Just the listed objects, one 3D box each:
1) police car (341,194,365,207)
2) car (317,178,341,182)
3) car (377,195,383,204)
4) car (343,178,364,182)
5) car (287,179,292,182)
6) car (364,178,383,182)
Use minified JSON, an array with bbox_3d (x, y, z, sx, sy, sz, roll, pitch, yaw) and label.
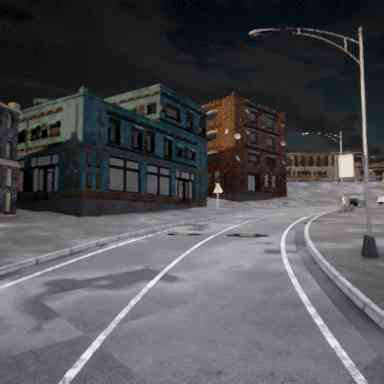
[{"bbox_3d":[20.941,1.066,42.371,5.238,1.638,1.930,-1,-3,-41],"label":"police car"},{"bbox_3d":[33.839,-2.722,83.100,4.892,1.521,2.231,0,-5,-1],"label":"car"},{"bbox_3d":[28.580,1.033,47.911,4.674,1.442,1.812,-1,-3,-31],"label":"car"},{"bbox_3d":[39.359,-2.746,83.159,4.892,1.521,2.231,0,-5,-1],"label":"car"},{"bbox_3d":[22.898,-2.775,83.007,4.553,1.767,2.185,0,-5,-1],"label":"car"},{"bbox_3d":[44.905,-2.704,83.318,4.674,1.452,2.002,0,-5,-2],"label":"car"}]
